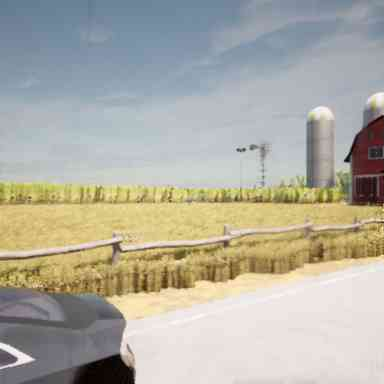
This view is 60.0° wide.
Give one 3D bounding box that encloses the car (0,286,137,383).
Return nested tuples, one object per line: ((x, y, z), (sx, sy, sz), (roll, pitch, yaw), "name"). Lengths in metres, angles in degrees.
((-2.727, 1.490, 2.036), (4.902, 1.511, 2.128), (1, 0, -36), "car")

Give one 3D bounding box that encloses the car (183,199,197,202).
((-0.325, 1.941, 63.657), (1.994, 1.385, 4.181), (1, 0, 23), "car")
